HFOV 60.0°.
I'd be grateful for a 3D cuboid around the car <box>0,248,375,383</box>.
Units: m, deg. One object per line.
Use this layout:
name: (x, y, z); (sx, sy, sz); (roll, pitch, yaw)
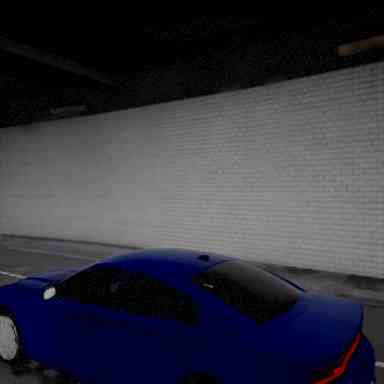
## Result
car: (-0.558, 1.471, 4.195); (5.008, 1.535, 1.882); (0, 0, 33)
